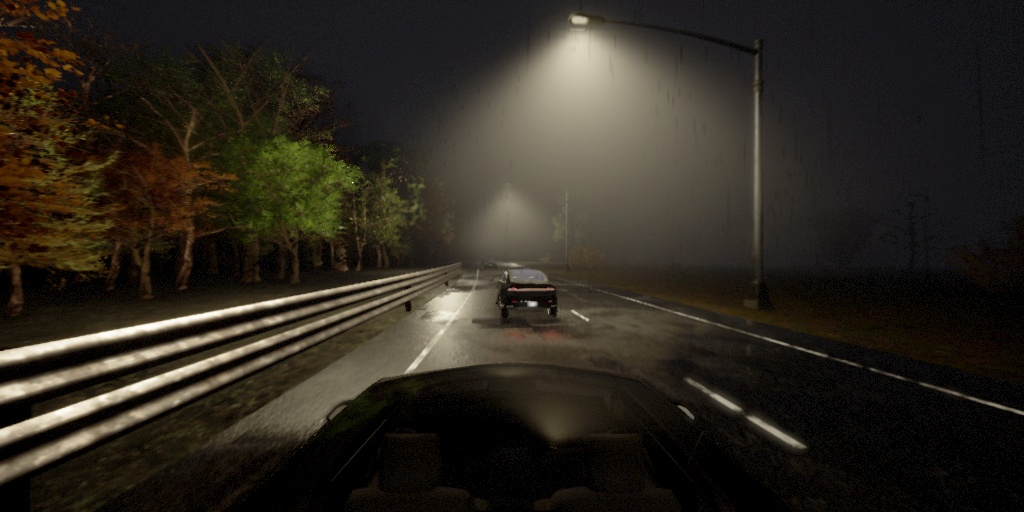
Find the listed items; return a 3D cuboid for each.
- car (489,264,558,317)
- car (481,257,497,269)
[{"bbox_3d":[0.399,1.224,13.133,2.128,1.511,4.902,0,0,-5],"label":"car"},{"bbox_3d":[-3.225,1.225,53.254,1.994,1.385,4.181,0,0,-5],"label":"car"}]
